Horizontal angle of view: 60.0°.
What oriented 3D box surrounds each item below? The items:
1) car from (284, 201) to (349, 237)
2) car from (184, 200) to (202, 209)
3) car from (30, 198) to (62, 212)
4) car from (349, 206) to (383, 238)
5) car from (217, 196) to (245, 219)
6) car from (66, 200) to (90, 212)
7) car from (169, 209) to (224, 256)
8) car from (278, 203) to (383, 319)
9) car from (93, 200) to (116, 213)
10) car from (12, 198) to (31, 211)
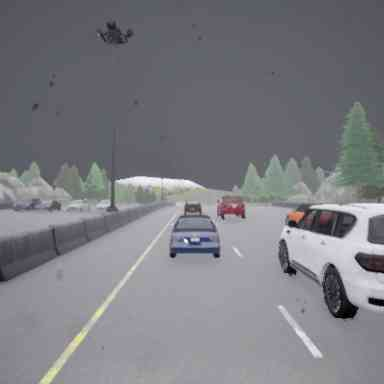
[{"bbox_3d":[7.099,1.441,19.554,2.097,1.767,4.553,0,0,0],"label":"car"},{"bbox_3d":[0.099,1.645,37.021,1.882,1.535,5.008,0,0,0],"label":"car"},{"bbox_3d":[-17.567,1.710,40.876,1.812,1.442,4.674,0,0,0],"label":"car"},{"bbox_3d":[10.599,1.587,18.070,1.837,1.490,4.892,0,0,0],"label":"car"},{"bbox_3d":[3.587,1.363,31.083,2.150,2.045,5.566,0,0,0],"label":"car"},{"bbox_3d":[-14.065,1.712,41.370,1.812,1.442,4.674,0,0,0],"label":"car"},{"bbox_3d":[0.099,1.608,13.287,2.033,1.411,5.357,0,0,0],"label":"car"},{"bbox_3d":[3.611,1.256,7.550,2.150,2.045,5.566,0,0,0],"label":"car"},{"bbox_3d":[-10.568,1.710,40.916,1.812,1.442,4.674,0,0,0],"label":"car"},{"bbox_3d":[-21.053,1.547,42.804,2.097,1.767,4.553,0,0,0],"label":"car"}]
